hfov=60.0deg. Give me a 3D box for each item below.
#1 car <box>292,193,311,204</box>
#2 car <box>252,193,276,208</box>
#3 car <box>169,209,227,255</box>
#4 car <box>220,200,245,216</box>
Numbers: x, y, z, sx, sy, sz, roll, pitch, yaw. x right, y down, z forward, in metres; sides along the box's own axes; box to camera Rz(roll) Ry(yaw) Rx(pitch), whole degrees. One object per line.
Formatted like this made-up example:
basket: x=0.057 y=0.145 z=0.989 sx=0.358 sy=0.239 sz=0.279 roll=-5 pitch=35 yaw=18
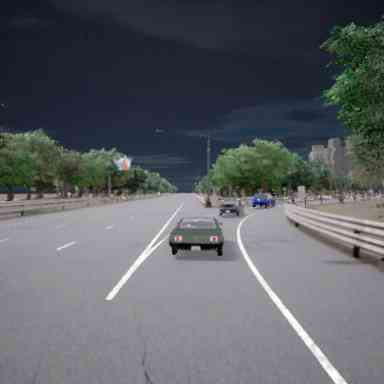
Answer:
car: x=20.725 y=1.192 z=62.521 sx=2.150 sy=2.045 sz=5.566 roll=0 pitch=0 yaw=41
car: x=10.299 y=1.225 z=47.358 sx=2.150 sy=2.045 sz=5.566 roll=0 pitch=0 yaw=28
car: x=0.311 y=1.599 z=13.363 sx=1.895 sy=1.301 sz=4.718 roll=0 pitch=0 yaw=5
car: x=3.919 y=1.501 z=32.084 sx=1.837 sy=1.490 sz=4.892 roll=-1 pitch=0 yaw=17
